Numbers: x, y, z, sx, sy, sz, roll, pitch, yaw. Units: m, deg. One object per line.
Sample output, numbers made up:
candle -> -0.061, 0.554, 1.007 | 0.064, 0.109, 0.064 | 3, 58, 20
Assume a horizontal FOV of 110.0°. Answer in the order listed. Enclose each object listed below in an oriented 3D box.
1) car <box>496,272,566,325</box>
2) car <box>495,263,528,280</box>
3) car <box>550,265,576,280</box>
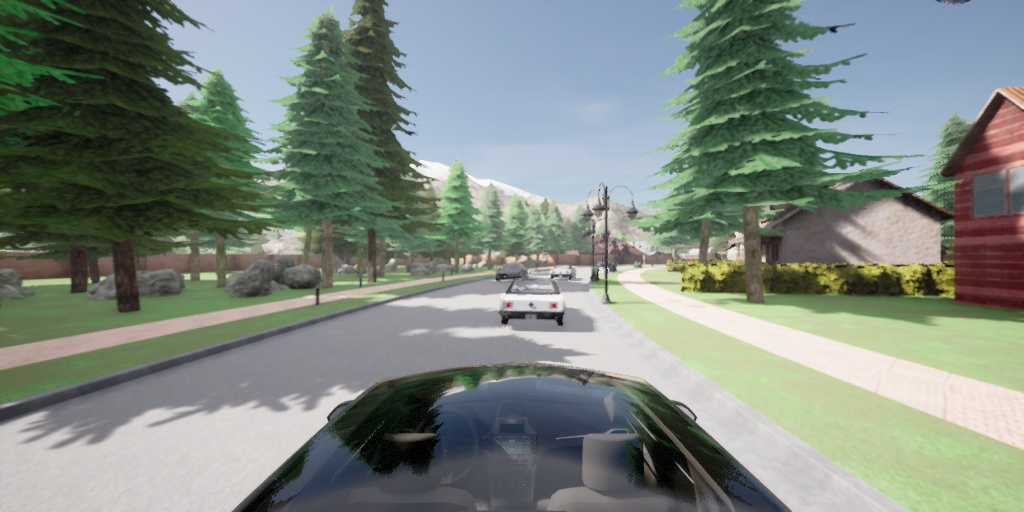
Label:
car -> 0.742, 1.380, 12.006 | 1.895, 1.301, 4.718 | 0, 0, 6
car -> 0.046, 1.332, 29.472 | 1.837, 1.490, 4.892 | 0, 0, 15
car -> 4.801, 1.442, 33.006 | 1.895, 1.301, 4.718 | 0, 0, 16
